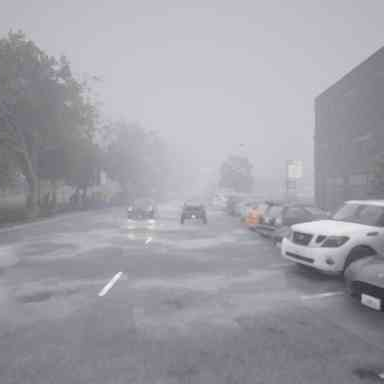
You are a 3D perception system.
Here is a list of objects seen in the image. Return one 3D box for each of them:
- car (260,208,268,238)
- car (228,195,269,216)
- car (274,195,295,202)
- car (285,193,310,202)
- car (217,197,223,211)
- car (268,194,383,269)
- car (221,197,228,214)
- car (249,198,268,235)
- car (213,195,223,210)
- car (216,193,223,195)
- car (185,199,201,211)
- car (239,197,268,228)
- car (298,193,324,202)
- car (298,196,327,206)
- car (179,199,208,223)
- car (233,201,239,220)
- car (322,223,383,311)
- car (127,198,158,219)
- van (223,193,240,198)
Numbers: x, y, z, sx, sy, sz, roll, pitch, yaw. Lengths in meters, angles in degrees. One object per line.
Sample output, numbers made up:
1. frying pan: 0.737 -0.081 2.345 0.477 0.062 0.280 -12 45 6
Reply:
1. car: 5.329 1.494 12.504 4.792 1.488 2.163 1 0 -20
2. car: 5.407 1.332 24.536 4.553 1.767 2.185 1 0 -20
3. car: 20.918 1.498 75.641 2.163 1.488 4.792 0 -1 -21
4. car: 23.940 1.219 75.725 2.435 2.045 5.566 0 -1 -21
5. car: 5.377 1.496 33.542 4.674 1.452 2.002 1 0 -20
6. car: 5.325 1.216 9.503 5.566 2.045 2.435 1 0 -20
7. car: 5.367 1.456 27.539 5.008 1.535 2.097 1 0 -20
8. car: 5.329 1.335 15.518 4.553 1.767 2.185 1 0 -20
9. car: 5.193 1.450 36.483 5.366 1.575 1.946 1 0 -20
10. car: 5.377 1.204 42.576 5.566 2.045 2.435 1 0 -20
11. car: 0.080 1.571 41.563 1.895 1.301 4.718 0 0 -1
12. car: 5.334 1.333 18.519 4.553 1.767 2.185 1 0 -20
13. car: 27.001 1.220 75.764 2.435 2.045 5.566 1 -1 -22
14. car: 21.247 1.494 58.696 2.163 1.488 4.792 -1 1 -22
15. car: 0.101 1.473 25.188 1.837 1.490 4.892 0 -1 0
16. car: 5.371 1.498 21.528 4.674 1.452 2.002 1 0 -20
17. car: 5.313 1.502 6.502 4.792 1.488 2.163 1 0 -20
18. car: -4.140 1.323 28.355 2.097 1.767 4.553 0 0 0
19. van: 5.486 1.232 30.584 4.442 1.987 1.878 1 0 -20
